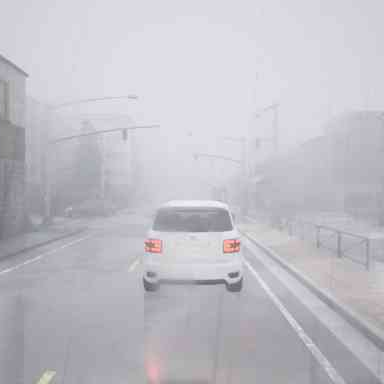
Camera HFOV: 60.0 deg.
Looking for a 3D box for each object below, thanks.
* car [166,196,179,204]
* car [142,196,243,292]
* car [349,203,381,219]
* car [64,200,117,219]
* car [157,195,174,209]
[{"bbox_3d":[-3.681,1.492,63.036,2.128,1.511,4.902,0,0,0],"label":"car"},{"bbox_3d":[0.035,1.221,9.080,2.150,2.045,5.566,0,0,1],"label":"car"},{"bbox_3d":[16.656,1.740,30.263,4.181,1.385,1.994,0,0,0],"label":"car"},{"bbox_3d":[-9.377,1.519,30.773,4.553,1.767,2.097,-1,-1,-26],"label":"car"},{"bbox_3d":[-3.692,1.352,47.311,2.097,1.767,4.553,0,0,0],"label":"car"}]
